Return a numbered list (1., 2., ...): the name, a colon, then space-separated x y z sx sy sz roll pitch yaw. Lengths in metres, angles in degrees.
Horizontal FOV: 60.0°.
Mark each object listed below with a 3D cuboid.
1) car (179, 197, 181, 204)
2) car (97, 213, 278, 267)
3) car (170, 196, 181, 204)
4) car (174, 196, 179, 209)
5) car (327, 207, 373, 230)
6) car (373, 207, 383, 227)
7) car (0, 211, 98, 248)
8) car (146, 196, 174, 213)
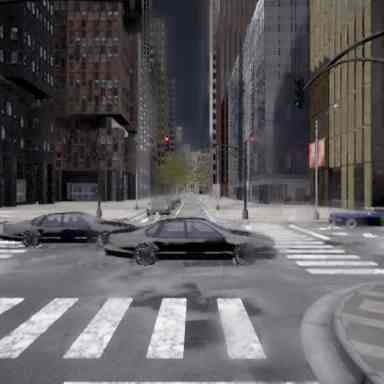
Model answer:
1. car: -3.109 1.496 52.480 1.837 1.490 4.892 0 0 0
2. car: -0.056 1.545 10.829 5.357 1.411 2.033 0 0 0
3. car: -3.140 1.468 62.856 1.882 1.535 5.008 0 0 0
4. car: -3.147 1.484 42.294 2.128 1.511 4.902 0 0 0
5. car: 11.068 1.600 20.750 4.718 1.301 1.895 0 0 0
6. car: 13.050 1.230 17.494 5.566 2.045 2.150 0 0 0
7. car: -5.073 1.542 14.089 5.357 1.411 2.033 0 0 0
8. car: -3.143 1.346 32.243 2.097 1.767 4.553 0 0 0
